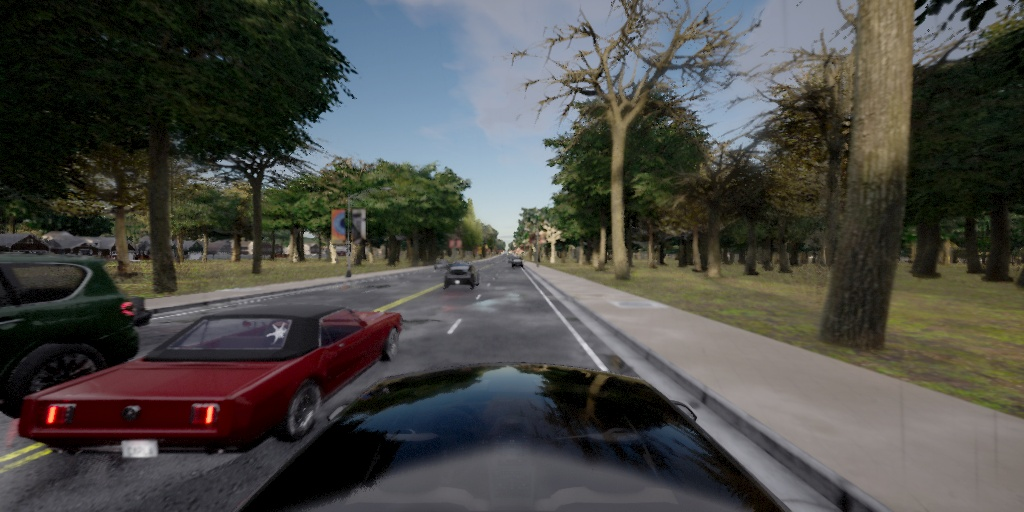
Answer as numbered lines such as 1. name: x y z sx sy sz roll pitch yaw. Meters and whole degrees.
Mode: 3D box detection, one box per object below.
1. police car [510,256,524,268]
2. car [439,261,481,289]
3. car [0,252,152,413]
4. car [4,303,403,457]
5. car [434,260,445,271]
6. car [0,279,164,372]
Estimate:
1. police car: 0.974 1.226 60.724 1.930 1.638 5.238 0 0 0
2. car: -3.150 1.261 23.067 1.837 1.490 4.892 0 0 0
3. car: -6.601 0.972 2.934 2.150 2.045 5.566 0 0 0
4. car: -3.149 1.351 5.262 1.895 1.301 4.718 0 0 0
5. car: -9.811 1.280 50.982 2.128 1.511 4.902 0 0 0
6. car: -9.851 1.298 6.435 2.033 1.411 5.357 0 0 0
